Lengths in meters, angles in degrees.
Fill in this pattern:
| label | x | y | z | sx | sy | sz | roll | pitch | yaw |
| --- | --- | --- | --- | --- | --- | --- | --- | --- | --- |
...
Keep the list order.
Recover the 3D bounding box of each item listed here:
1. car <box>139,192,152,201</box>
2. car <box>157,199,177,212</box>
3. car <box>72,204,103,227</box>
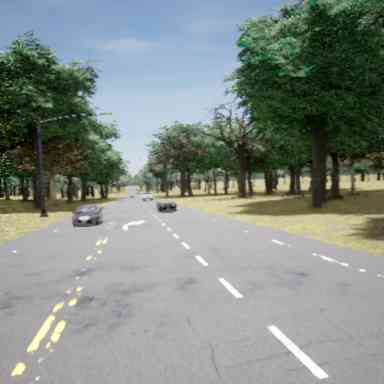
| label | x | y | z | sx | sy | sz | roll | pitch | yaw |
| --- | --- | --- | --- | --- | --- | --- | --- | --- | --- |
| car | -10.721 | 0.934 | 79.390 | 2.150 | 2.045 | 5.566 | -3 | 1 | -10 |
| car | -2.939 | 1.451 | 37.424 | 1.895 | 1.301 | 4.718 | -3 | 1 | -10 |
| car | -7.789 | 1.702 | 25.073 | 2.128 | 1.511 | 4.902 | -3 | 0 | -11 |
